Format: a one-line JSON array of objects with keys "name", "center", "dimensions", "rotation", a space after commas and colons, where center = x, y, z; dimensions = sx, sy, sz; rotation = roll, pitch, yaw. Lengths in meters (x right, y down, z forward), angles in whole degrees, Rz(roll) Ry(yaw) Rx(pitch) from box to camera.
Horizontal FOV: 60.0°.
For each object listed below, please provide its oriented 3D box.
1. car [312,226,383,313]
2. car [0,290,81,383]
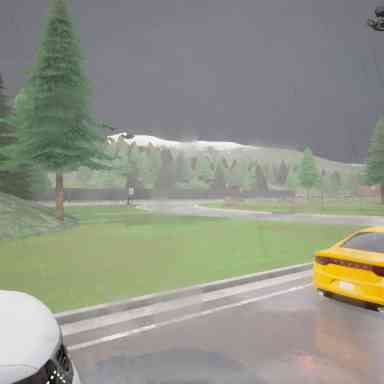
[{"name": "car", "center": [4.700, 1.478, 7.206], "dimensions": [5.008, 1.535, 1.882], "rotation": [0, 0, -35]}, {"name": "car", "center": [-3.344, 1.221, 1.363], "dimensions": [5.566, 2.045, 2.150], "rotation": [0, 0, -35]}]
